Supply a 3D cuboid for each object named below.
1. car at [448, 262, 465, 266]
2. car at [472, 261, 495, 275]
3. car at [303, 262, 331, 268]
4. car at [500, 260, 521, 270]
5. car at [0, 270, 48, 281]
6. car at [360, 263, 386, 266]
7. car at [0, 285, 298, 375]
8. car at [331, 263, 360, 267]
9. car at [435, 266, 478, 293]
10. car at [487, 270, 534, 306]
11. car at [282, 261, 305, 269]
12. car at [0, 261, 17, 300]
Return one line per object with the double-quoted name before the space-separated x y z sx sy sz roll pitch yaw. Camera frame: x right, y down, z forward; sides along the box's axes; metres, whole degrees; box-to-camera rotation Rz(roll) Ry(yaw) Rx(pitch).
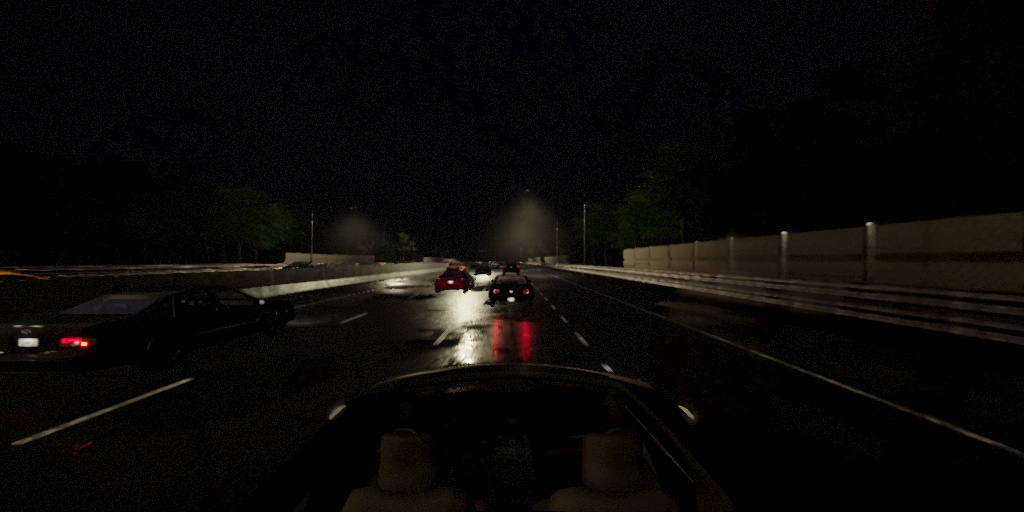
"car" -7.097 1.575 45.886 2.097 1.767 4.553 0 -1 0
"car" -3.598 1.717 45.956 1.882 1.535 5.008 0 -1 0
"car" -24.654 1.716 47.240 2.033 1.411 5.357 0 -1 1
"car" -0.097 1.476 46.000 2.150 2.045 5.566 0 -1 0
"car" -17.594 1.244 11.504 1.882 1.535 5.008 0 -1 0
"car" -17.665 1.677 47.270 1.882 1.535 5.008 0 -1 0
"car" -7.013 1.322 7.702 2.033 1.411 5.357 0 -1 0
"car" -21.163 1.675 47.248 2.128 1.511 4.902 0 -1 0
"car" -3.547 1.508 22.700 1.994 1.385 4.181 0 -1 0
"car" -0.033 1.495 16.737 1.895 1.301 4.718 0 -1 0
"car" -28.154 1.507 47.312 2.097 1.767 4.553 0 -1 0
"car" -24.581 1.121 14.763 2.097 1.767 4.553 0 0 0
